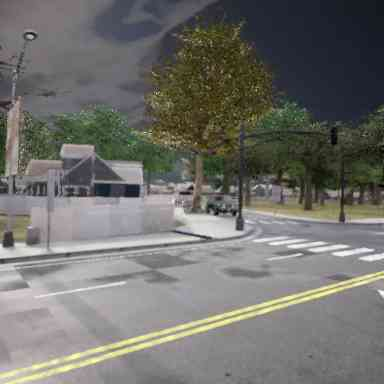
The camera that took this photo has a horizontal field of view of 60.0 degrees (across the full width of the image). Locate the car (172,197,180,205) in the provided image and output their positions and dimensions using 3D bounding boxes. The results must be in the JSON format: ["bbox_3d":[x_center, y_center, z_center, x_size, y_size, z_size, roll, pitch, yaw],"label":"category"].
[{"bbox_3d":[-3.009,1.619,61.354,1.812,1.442,4.674,2,0,-12],"label":"car"}]

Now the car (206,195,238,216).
[{"bbox_3d":[2.959,1.312,33.878,2.150,2.045,5.566,2,0,-11],"label":"car"}]

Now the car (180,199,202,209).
[{"bbox_3d":[0.097,1.652,46.873,1.994,1.385,4.181,2,0,-13],"label":"car"}]
